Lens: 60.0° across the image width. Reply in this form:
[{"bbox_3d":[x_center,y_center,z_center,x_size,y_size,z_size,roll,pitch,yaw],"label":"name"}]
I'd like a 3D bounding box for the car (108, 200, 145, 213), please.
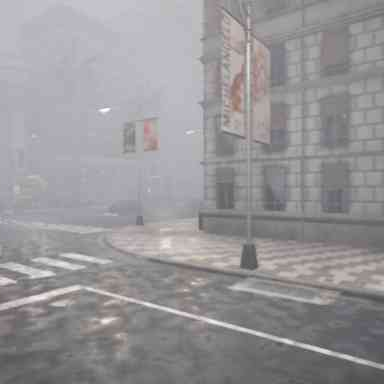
[{"bbox_3d":[-7.101,1.568,36.201,1.994,1.385,4.181,0,0,37],"label":"car"}]

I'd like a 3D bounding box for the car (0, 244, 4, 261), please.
[{"bbox_3d":[-7.407,1.603,9.784,4.718,1.301,1.895,0,0,41],"label":"car"}]

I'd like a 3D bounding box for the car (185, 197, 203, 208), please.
[{"bbox_3d":[1.041,1.495,47.059,2.128,1.511,4.902,0,0,39],"label":"car"}]
